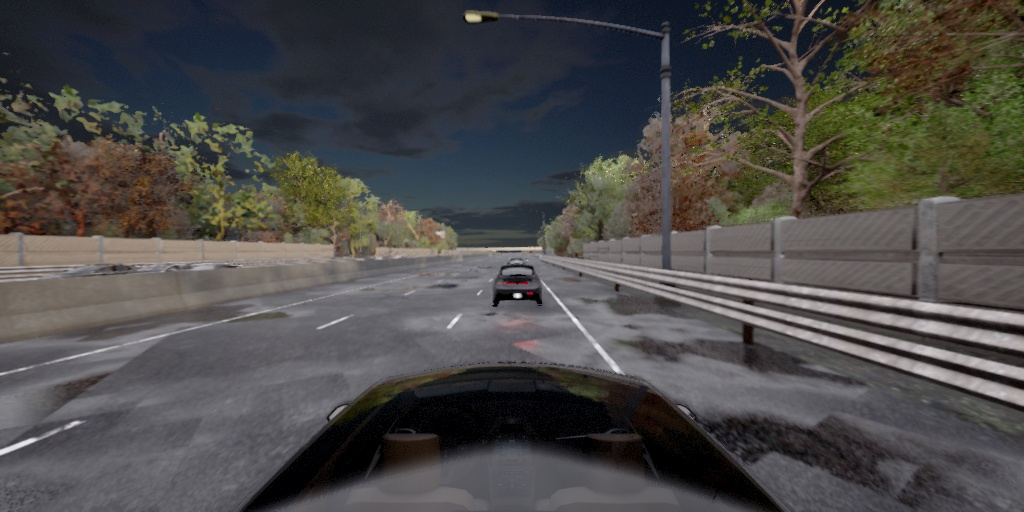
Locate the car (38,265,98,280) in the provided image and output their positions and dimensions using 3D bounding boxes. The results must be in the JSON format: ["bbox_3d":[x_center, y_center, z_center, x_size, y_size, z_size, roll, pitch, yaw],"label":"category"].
[{"bbox_3d":[-24.391,1.233,21.133,1.837,1.490,4.892,-1,1,1],"label":"car"}]

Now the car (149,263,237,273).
[{"bbox_3d":[-17.403,1.194,20.582,1.812,1.442,4.674,-1,1,1],"label":"car"}]

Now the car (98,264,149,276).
[{"bbox_3d":[-20.891,1.182,21.589,2.128,1.511,4.902,-1,1,1],"label":"car"}]

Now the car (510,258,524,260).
[{"bbox_3d":[0.410,0.898,31.343,1.812,1.442,4.674,-1,1,1],"label":"car"}]

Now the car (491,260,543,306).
[{"bbox_3d":[0.218,1.082,14.720,1.837,1.490,4.892,-1,1,1],"label":"car"}]
